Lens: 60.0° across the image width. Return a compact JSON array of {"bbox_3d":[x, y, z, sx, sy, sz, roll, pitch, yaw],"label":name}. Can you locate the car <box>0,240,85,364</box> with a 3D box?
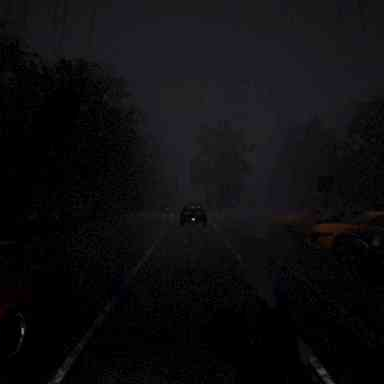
[{"bbox_3d":[-3.349,1.569,5.692,1.994,1.385,4.181,0,0,0],"label":"car"}]

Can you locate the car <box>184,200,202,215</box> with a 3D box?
[{"bbox_3d":[0.098,1.927,42.158,2.097,1.767,4.553,0,-2,0],"label":"car"}]

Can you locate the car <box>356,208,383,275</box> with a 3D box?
[{"bbox_3d":[7.051,1.238,7.324,5.566,2.045,2.435,0,0,0],"label":"car"}]

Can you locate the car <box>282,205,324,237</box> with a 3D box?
[{"bbox_3d":[7.089,1.518,15.644,4.892,1.521,2.231,0,0,0],"label":"car"}]

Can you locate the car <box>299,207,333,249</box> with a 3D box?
[{"bbox_3d":[7.088,1.500,12.872,5.008,1.535,2.097,0,0,0],"label":"car"}]

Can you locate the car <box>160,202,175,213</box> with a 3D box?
[{"bbox_3d":[-3.337,2.216,46.806,2.128,1.511,4.902,0,-2,0],"label":"car"}]

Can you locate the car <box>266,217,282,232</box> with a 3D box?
[{"bbox_3d":[6.899,1.538,18.413,5.366,1.575,1.946,0,0,0],"label":"car"}]

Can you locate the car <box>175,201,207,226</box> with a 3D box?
[{"bbox_3d":[0.099,1.660,24.690,2.128,1.511,4.902,0,-1,0],"label":"car"}]

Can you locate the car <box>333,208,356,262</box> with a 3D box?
[{"bbox_3d":[7.112,1.367,10.096,4.553,1.767,2.185,0,0,0],"label":"car"}]
